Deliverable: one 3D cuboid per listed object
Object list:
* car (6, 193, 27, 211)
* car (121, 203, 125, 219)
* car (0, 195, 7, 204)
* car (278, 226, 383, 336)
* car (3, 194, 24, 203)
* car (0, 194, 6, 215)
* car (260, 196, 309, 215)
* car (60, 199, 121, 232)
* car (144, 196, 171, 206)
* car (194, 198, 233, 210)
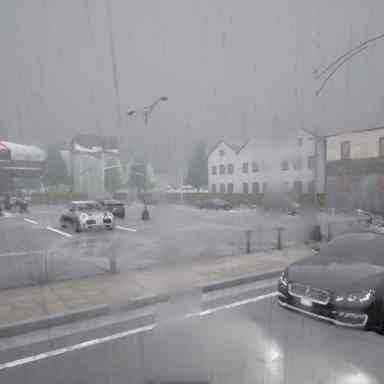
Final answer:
[{"bbox_3d":[-20.120,1.092,37.950,1.905,1.878,3.866,0,0,-36],"label":"car"},{"bbox_3d":[-6.733,1.313,25.548,2.007,1.523,4.514,0,0,-36],"label":"car"},{"bbox_3d":[-39.486,1.495,65.901,4.611,1.667,2.242,0,0,-36],"label":"car"},{"bbox_3d":[3.791,1.505,6.714,4.892,1.490,1.837,0,0,-36],"label":"car"},{"bbox_3d":[-39.260,1.328,73.030,3.866,1.878,1.905,0,0,-36],"label":"car"},{"bbox_3d":[-18.207,1.113,29.640,1.932,1.855,4.605,0,0,-36],"label":"car"},{"bbox_3d":[8.475,1.176,30.615,2.097,1.767,4.553,0,0,-35],"label":"car"},{"bbox_3d":[-5.603,1.248,17.685,1.970,1.475,3.806,0,0,-36],"label":"car"},{"bbox_3d":[-5.272,1.371,50.034,2.033,1.411,5.357,0,0,-35],"label":"car"},{"bbox_3d":[2.426,1.371,39.106,2.033,1.411,5.357,0,0,-35],"label":"car"}]
